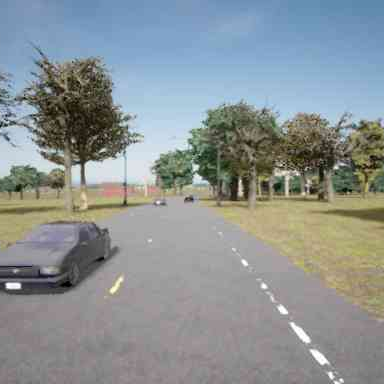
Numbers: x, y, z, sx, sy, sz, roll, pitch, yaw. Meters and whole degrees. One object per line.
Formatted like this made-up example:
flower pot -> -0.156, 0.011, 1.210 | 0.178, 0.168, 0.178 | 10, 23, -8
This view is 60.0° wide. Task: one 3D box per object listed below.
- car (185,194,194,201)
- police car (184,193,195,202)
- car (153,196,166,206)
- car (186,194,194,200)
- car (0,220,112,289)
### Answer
car -> -0.585, 1.313, 78.963 | 1.882, 1.535, 5.008 | 0, 0, 1
police car -> -0.640, 1.303, 69.109 | 1.930, 1.638, 5.238 | 0, 0, 0
car -> -5.017, 1.429, 51.910 | 2.128, 1.511, 4.902 | 0, 0, -1
car -> -0.487, 1.315, 84.939 | 1.837, 1.490, 4.892 | 0, 0, 1
car -> -3.686, 1.545, 9.498 | 2.033, 1.411, 5.357 | 0, 0, -1
